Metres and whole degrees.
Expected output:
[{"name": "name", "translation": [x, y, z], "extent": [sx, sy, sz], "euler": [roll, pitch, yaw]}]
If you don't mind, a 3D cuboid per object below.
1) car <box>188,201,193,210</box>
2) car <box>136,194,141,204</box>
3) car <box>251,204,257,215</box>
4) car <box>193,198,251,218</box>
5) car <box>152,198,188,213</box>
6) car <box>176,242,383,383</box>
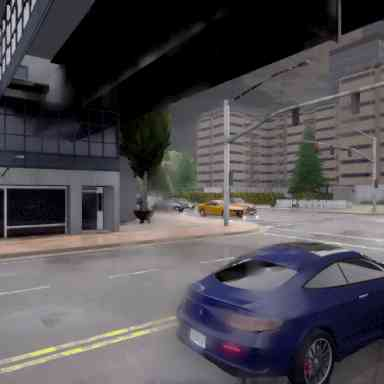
[{"name": "car", "translation": [-1.575, 1.491, 41.296], "extent": [2.128, 1.511, 4.902], "euler": [0, 0, -36]}, {"name": "car", "translation": [-9.538, 1.221, 52.376], "extent": [2.150, 2.045, 5.566], "euler": [0, 0, -35]}, {"name": "car", "translation": [4.304, 1.352, 33.149], "extent": [2.097, 1.767, 4.553], "euler": [0, 0, -36]}, {"name": "car", "translation": [2.537, 1.478, 29.621], "extent": [1.882, 1.535, 5.008], "euler": [0, 0, -36]}, {"name": "car", "translation": [-2.716, 1.564, 36.897], "extent": [1.994, 1.385, 4.181], "euler": [0, 0, -36]}, {"name": "car", "translation": [1.949, 1.526, 5.186], "extent": [4.674, 1.442, 1.812], "euler": [0, 0, -35]}]
